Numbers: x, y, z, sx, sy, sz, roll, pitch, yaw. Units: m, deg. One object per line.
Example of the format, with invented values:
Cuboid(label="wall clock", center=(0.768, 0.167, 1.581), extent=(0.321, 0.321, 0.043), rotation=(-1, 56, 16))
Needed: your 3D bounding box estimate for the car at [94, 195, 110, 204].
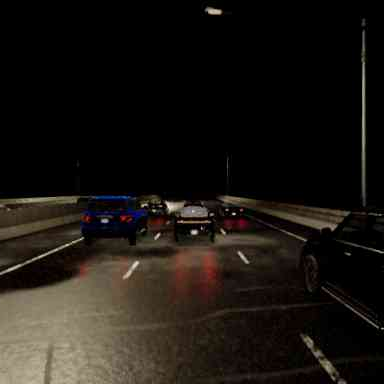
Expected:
Cuboid(label="car", center=(-17.494, 1.431, 64.793), extent=(1.882, 1.535, 5.008), rotation=(0, 0, 0))

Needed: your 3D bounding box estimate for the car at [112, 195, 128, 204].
Cuboid(label="car", center=(-13.998, 1.458, 64.899), extent=(2.128, 1.511, 4.902), rotation=(0, 0, 0))

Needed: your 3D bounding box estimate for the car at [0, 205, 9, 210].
Cuboid(label="car", center=(-14.096, 1.589, 23.021), extent=(1.895, 1.301, 4.718), rotation=(0, 0, 0))

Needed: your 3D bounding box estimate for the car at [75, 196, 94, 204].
Cuboid(label="car", center=(-20.992, 1.473, 65.059), extent=(2.128, 1.511, 4.902), rotation=(0, 0, 0))

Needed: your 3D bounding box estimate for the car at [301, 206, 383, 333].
Cuboid(label="car", center=(3.589, 1.221, 5.368), extent=(2.150, 2.045, 5.566), rotation=(0, 0, 0))

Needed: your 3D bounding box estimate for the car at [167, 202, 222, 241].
Cuboid(label="car", center=(0.101, 1.483, 16.461), extent=(2.128, 1.511, 4.902), rotation=(0, 0, 0))

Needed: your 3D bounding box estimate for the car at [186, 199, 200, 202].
Cuboid(label="car", center=(0.104, 1.486, 32.271), extent=(1.837, 1.490, 4.892), rotation=(0, 0, 0))

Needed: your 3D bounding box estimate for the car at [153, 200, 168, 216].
Cuboid(label="car", center=(-3.397, 1.473, 32.178), extent=(2.128, 1.511, 4.902), rotation=(0, 0, 0))

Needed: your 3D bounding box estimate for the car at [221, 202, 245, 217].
Cuboid(label="car", center=(3.603, 1.584, 30.784), extent=(1.895, 1.301, 4.718), rotation=(0, 0, 0))

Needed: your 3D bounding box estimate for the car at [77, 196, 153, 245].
Cuboid(label="car", center=(-3.398, 1.214, 15.631), extent=(2.150, 2.045, 5.566), rotation=(0, 0, 0))
